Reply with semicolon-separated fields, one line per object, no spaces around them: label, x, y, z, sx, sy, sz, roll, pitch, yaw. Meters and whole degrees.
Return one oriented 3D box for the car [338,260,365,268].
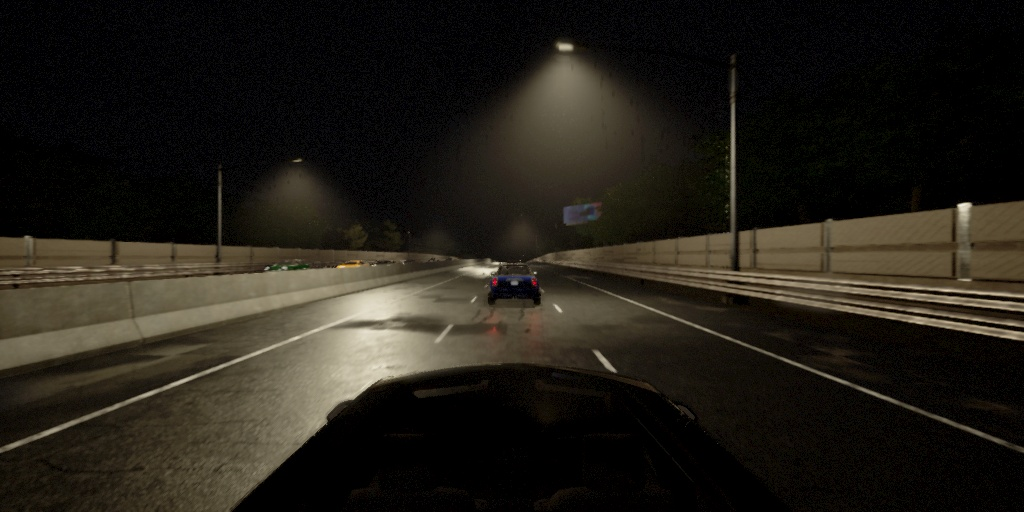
car;-17.561;1.264;39.914;1.882;1.535;5.008;0;0;0

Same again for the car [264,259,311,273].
car;-21.070;1.124;33.857;2.097;1.767;4.553;0;0;0

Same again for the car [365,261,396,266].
car;-14.056;1.292;39.743;1.837;1.490;4.892;0;0;0

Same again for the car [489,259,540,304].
car;0.103;1.104;16.339;2.097;1.767;4.553;0;0;0
